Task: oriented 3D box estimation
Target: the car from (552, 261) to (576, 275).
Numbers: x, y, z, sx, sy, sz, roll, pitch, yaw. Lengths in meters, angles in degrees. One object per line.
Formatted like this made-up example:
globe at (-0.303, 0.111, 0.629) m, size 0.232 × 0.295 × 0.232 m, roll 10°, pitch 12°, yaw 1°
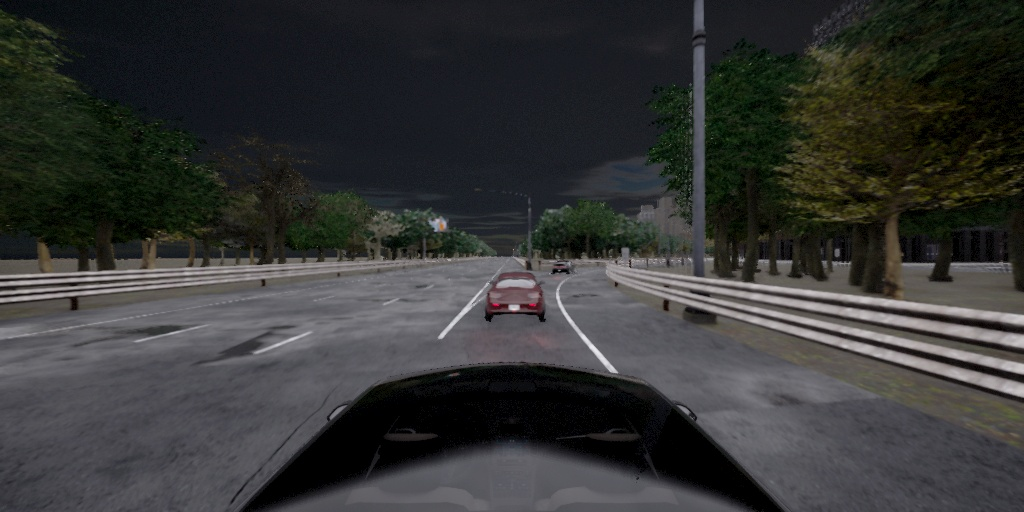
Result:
car at (5.677, 1.257, 38.835) m, size 1.837 × 1.490 × 4.892 m, roll -1°, pitch -1°, yaw 21°

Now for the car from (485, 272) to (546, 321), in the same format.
car at (0.172, 1.273, 12.313) m, size 1.812 × 1.442 × 4.674 m, roll 0°, pitch 0°, yaw 3°
